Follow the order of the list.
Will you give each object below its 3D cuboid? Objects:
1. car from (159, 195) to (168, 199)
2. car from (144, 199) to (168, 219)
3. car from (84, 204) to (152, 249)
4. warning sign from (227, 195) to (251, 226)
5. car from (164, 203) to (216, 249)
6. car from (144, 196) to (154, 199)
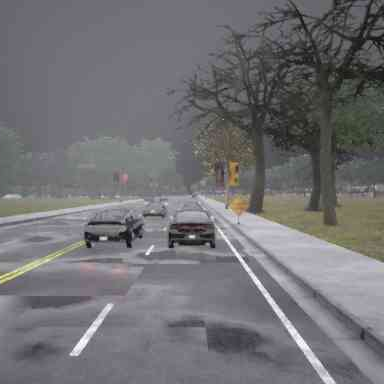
[{"bbox_3d":[-6.500,1.485,75.927,1.882,1.535,5.008,0,0,0],"label":"car"},{"bbox_3d":[-3.250,1.582,29.651,1.994,1.385,4.181,0,0,0],"label":"car"},{"bbox_3d":[-3.250,1.496,14.650,2.128,1.511,4.902,0,0,0],"label":"car"},{"bbox_3d":[2.851,1.117,20.276,1.300,1.860,1.060,0,0,0],"label":"warning sign"},{"bbox_3d":[0.000,1.486,14.650,1.882,1.535,5.008,0,0,0],"label":"car"},{"bbox_3d":[-9.750,1.560,75.927,1.994,1.385,4.181,0,0,0],"label":"car"}]
